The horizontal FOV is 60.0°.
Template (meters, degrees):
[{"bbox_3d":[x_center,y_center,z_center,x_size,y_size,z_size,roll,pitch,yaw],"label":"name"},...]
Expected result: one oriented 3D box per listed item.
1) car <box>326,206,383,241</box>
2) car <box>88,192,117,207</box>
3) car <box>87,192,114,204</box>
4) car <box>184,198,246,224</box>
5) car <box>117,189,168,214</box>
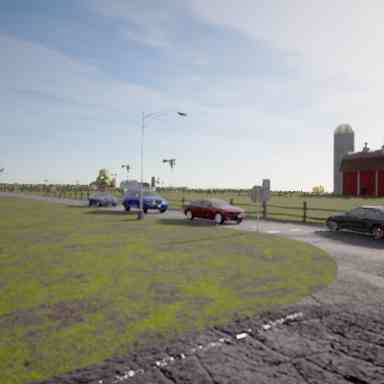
[{"bbox_3d":[8.655,1.406,16.178,1.812,1.442,4.674,1,1,-18],"label":"car"},{"bbox_3d":[-10.258,0.778,38.203,2.097,1.767,4.553,1,0,-36],"label":"car"},{"bbox_3d":[-12.951,0.837,46.880,2.128,1.511,4.902,1,0,-36],"label":"car"},{"bbox_3d":[1.413,1.186,22.188,1.882,1.535,5.008,1,0,-36],"label":"car"},{"bbox_3d":[-4.347,0.789,30.092,2.150,2.045,5.566,1,0,-36],"label":"car"}]
